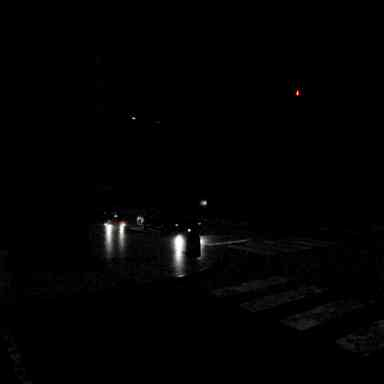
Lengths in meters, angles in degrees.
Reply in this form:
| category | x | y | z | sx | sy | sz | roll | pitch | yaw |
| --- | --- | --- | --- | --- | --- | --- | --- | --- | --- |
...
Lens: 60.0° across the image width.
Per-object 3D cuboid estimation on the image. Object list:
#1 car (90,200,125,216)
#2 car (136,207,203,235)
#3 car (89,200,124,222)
| category | x | y | z | sx | sy | sz | roll | pitch | yaw |
| --- | --- | --- | --- | --- | --- | --- | --- | --- | --- |
| car | -8.975 | 1.645 | 35.004 | 1.837 | 1.490 | 4.892 | 0 | 0 | -36 |
| car | -1.519 | 1.615 | 19.577 | 2.033 | 1.411 | 5.357 | 0 | 0 | -32 |
| car | -7.291 | 1.603 | 27.593 | 2.128 | 1.511 | 4.902 | 0 | 0 | -36 |
